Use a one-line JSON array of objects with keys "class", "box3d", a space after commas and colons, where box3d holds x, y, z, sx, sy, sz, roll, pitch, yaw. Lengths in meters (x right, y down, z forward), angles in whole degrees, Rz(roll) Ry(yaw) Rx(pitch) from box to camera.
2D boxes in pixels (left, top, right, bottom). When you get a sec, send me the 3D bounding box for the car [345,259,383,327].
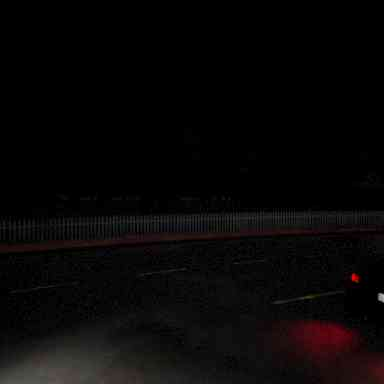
[{"class": "car", "box3d": [4.746, 1.564, 5.745, 4.181, 1.385, 1.994, 0, 0, -24]}]
